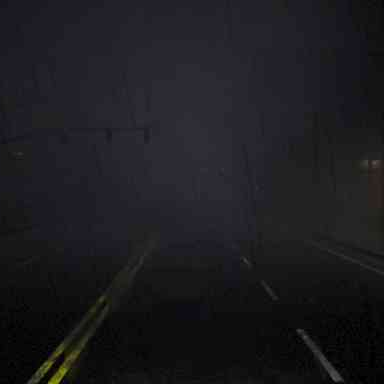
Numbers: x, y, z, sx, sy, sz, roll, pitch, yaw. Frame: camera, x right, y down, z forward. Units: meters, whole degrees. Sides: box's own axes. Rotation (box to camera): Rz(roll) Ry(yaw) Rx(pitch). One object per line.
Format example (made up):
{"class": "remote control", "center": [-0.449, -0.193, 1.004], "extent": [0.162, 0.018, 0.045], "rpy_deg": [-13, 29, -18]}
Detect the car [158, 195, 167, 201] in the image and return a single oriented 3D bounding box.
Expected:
{"class": "car", "center": [-7.001, 1.394, 80.467], "extent": [1.837, 1.490, 4.892], "rpy_deg": [0, 0, 0]}

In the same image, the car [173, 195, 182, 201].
{"class": "car", "center": [-3.501, 1.489, 80.437], "extent": [1.895, 1.301, 4.718], "rpy_deg": [0, 0, 0]}
